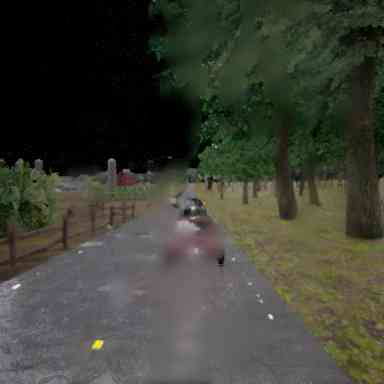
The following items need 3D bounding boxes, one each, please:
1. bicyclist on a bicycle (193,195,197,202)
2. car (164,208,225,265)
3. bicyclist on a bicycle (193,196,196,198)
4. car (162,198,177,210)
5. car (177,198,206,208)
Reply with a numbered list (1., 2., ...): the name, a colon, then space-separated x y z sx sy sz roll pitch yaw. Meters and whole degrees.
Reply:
1. bicyclist on a bicycle: 0.756 1.615 85.413 0.866 1.612 1.509 0 0 0
2. car: 0.079 1.494 11.479 1.812 1.442 4.674 0 0 0
3. bicyclist on a bicycle: 0.760 1.653 76.420 0.582 1.620 1.656 0 0 0
4. car: -2.835 1.474 43.524 1.882 1.535 5.008 0 -1 0
5. car: 0.087 1.299 27.931 2.097 1.767 4.553 0 0 0
